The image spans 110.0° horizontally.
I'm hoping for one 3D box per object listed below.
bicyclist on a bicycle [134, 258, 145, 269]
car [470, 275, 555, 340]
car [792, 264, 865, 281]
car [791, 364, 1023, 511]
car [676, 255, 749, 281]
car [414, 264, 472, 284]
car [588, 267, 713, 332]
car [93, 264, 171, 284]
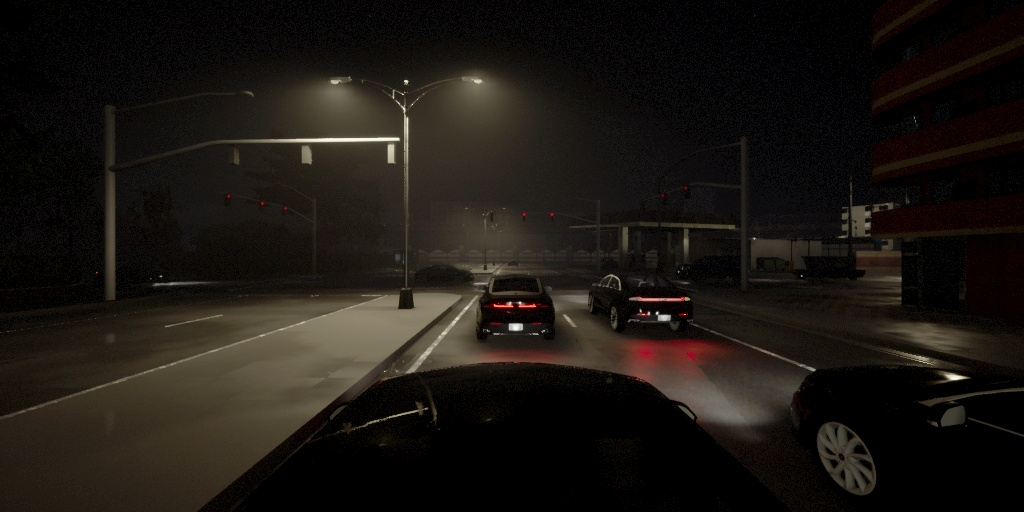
[{"bbox_3d":[-38.235,1.053,36.726,0.582,1.620,1.656,0,0,0],"label":"bicyclist on a bicycle"},{"bbox_3d":[0.094,1.255,10.004,1.837,1.490,4.892,0,0,0],"label":"car"},{"bbox_3d":[26.414,1.351,30.001,4.718,1.301,1.895,0,0,-1],"label":"car"},{"bbox_3d":[3.600,1.255,1.452,1.837,1.490,4.892,0,0,0],"label":"car"},{"bbox_3d":[16.627,0.972,29.858,5.566,2.045,2.150,0,0,-1],"label":"car"},{"bbox_3d":[-4.948,1.314,26.170,4.181,1.385,1.994,0,0,1],"label":"car"},{"bbox_3d":[3.601,1.242,10.860,2.128,1.511,4.902,0,0,0],"label":"car"},{"bbox_3d":[-27.765,1.313,26.309,4.181,1.385,1.994,0,0,0],"label":"car"}]
